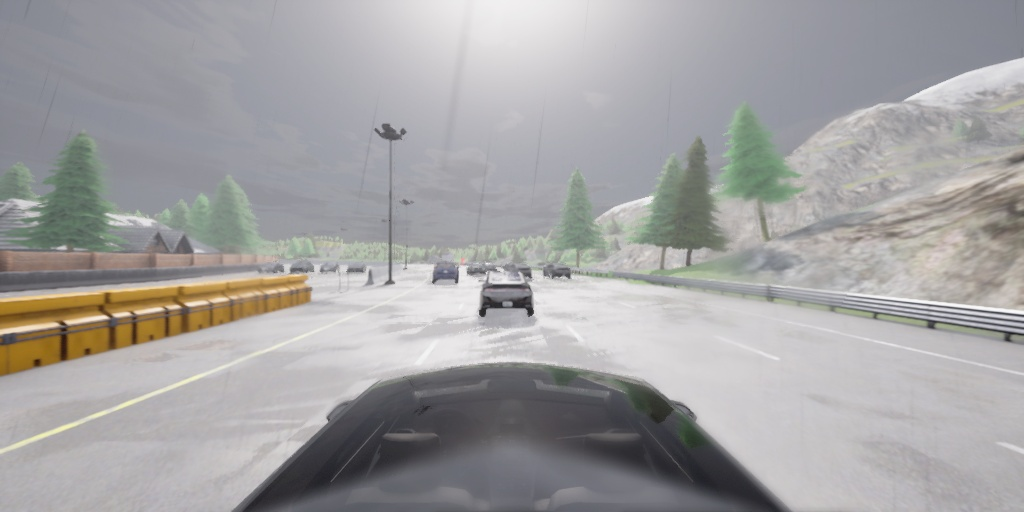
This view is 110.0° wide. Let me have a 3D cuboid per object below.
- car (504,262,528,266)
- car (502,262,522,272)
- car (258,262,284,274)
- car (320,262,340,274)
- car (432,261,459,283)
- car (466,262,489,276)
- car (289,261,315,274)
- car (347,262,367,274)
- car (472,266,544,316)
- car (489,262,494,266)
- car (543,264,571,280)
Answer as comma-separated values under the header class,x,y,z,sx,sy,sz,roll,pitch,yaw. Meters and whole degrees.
class,x,y,z,sx,sy,sz,roll,pitch,yaw
car,0.660,1.471,35.462,1.837,1.490,4.892,1,0,-10
car,-0.032,1.643,53.386,1.994,1.385,4.181,0,0,-16
car,-30.898,1.531,46.119,2.128,1.511,4.902,0,0,-16
car,-23.985,1.538,47.373,2.128,1.511,4.902,0,0,-16
car,-5.625,1.287,30.637,2.097,1.767,4.553,0,0,-9
car,-4.299,1.610,42.225,1.895,1.301,4.718,0,0,-13
car,-27.583,1.399,47.203,2.097,1.767,4.553,0,0,-17
car,-20.219,1.521,46.925,1.882,1.535,5.008,0,0,-16
car,-0.276,1.320,13.797,2.128,1.511,4.902,0,0,-3
car,-3.800,1.648,53.907,1.994,1.385,4.181,0,0,-16
car,4.291,1.467,35.001,1.837,1.490,4.892,1,0,-10
